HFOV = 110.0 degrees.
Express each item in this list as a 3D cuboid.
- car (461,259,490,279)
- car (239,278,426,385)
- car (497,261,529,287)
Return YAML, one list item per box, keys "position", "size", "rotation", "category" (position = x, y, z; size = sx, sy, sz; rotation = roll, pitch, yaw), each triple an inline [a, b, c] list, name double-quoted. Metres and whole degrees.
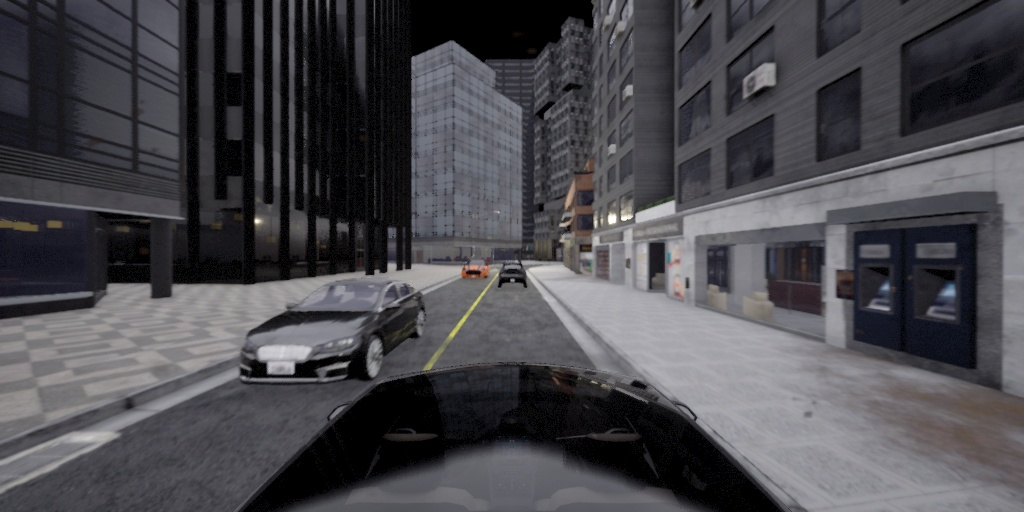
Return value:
- position: [-3.043, 1.017, 30.720]
  size: [2.097, 1.767, 4.553]
  rotation: [0, 0, 1]
  category: "car"
- position: [-3.086, 1.230, 7.251]
  size: [2.128, 1.511, 4.902]
  rotation: [0, 0, 0]
  category: "car"
- position: [0.054, 1.193, 23.962]
  size: [1.837, 1.490, 4.892]
  rotation: [0, 1, 0]
  category: "car"
